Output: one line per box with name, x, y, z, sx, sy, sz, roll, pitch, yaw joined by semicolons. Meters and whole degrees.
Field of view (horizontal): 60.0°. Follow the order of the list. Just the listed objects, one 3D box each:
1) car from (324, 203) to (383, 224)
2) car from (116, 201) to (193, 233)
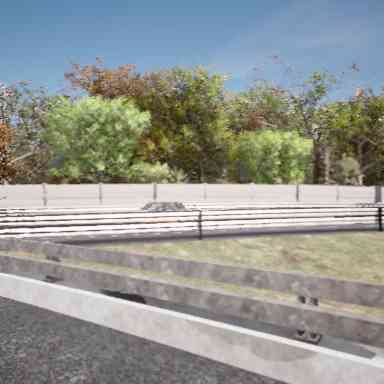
car;12.520;1.532;24.475;5.357;1.411;2.033;0;0;-16
car;-2.301;1.366;20.138;4.553;1.767;2.097;0;0;-16
